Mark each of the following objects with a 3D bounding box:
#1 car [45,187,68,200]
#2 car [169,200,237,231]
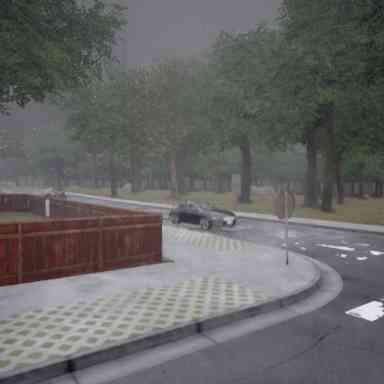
[{"bbox_3d":[-19.032,0.167,46.630,2.097,1.767,4.553,-2,3,-35],"label":"car"},{"bbox_3d":[0.526,1.251,19.154,2.128,1.511,4.902,-2,2,-35],"label":"car"}]
